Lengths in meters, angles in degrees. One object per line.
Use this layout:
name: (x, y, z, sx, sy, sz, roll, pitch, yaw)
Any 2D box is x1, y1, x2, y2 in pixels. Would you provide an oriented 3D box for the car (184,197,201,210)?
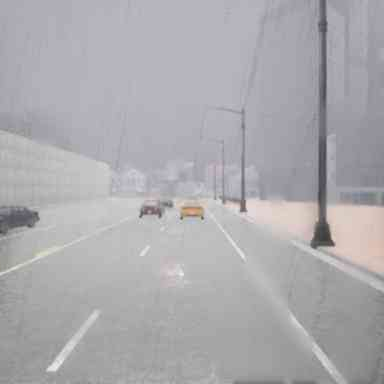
car: (0.058, 1.384, 41.662, 2.033, 1.411, 5.357, 0, 0, 1)

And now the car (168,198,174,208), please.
car: (-3.432, 1.429, 43.882, 1.895, 1.301, 4.718, 0, 0, 0)

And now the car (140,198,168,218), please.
car: (-3.406, 1.412, 28.955, 1.812, 1.442, 4.674, 0, 0, 0)

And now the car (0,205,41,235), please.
car: (-10.499, 1.473, 18.747, 2.033, 1.411, 5.357, 0, 0, 0)

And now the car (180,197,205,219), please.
car: (0.018, 1.370, 27.471, 1.882, 1.535, 5.008, 0, 0, 0)
